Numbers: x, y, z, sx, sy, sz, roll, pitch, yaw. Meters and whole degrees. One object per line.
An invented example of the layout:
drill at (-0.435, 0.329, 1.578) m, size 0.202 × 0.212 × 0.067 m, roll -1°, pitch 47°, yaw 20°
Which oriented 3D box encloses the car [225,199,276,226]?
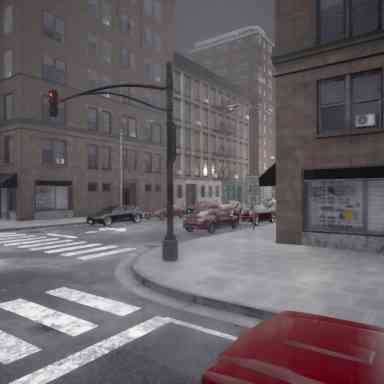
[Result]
car at (4.349, 1.412, 23.402) m, size 1.967 × 1.590 × 4.097 m, roll 0°, pitch 0°, yaw 36°

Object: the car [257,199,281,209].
car at (10.682, 1.603, 46.017) m, size 1.802 × 1.307 × 4.206 m, roll 0°, pitch 0°, yaw 36°

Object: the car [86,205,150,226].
car at (-5.389, 1.591, 23.589) m, size 1.947 × 1.339 × 4.313 m, roll 0°, pitch 0°, yaw 36°

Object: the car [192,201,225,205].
car at (1.040, 1.566, 32.560) m, size 1.887 × 1.381 × 4.507 m, roll 0°, pitch 0°, yaw 36°

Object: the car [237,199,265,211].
car at (7.468, 1.601, 41.531) m, size 1.802 × 1.307 × 4.206 m, roll 0°, pitch 0°, yaw 36°

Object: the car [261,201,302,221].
car at (7.663, 1.496, 28.026) m, size 1.752 × 1.417 × 4.829 m, roll 0°, pitch 0°, yaw 36°

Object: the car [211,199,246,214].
car at (4.155, 1.545, 36.907) m, size 1.752 × 1.417 × 4.829 m, roll 0°, pitch 0°, yaw 36°

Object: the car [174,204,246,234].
car at (1.135, 1.556, 18.916) m, size 1.802 × 1.307 × 4.206 m, roll 0°, pitch 0°, yaw 36°

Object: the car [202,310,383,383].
car at (2.320, 1.601, 2.034) m, size 4.718 × 1.301 × 1.895 m, roll 0°, pitch 0°, yaw 36°

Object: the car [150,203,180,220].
car at (-2.174, 1.605, 28.075) m, size 1.802 × 1.307 × 4.206 m, roll 0°, pitch 0°, yaw 36°
